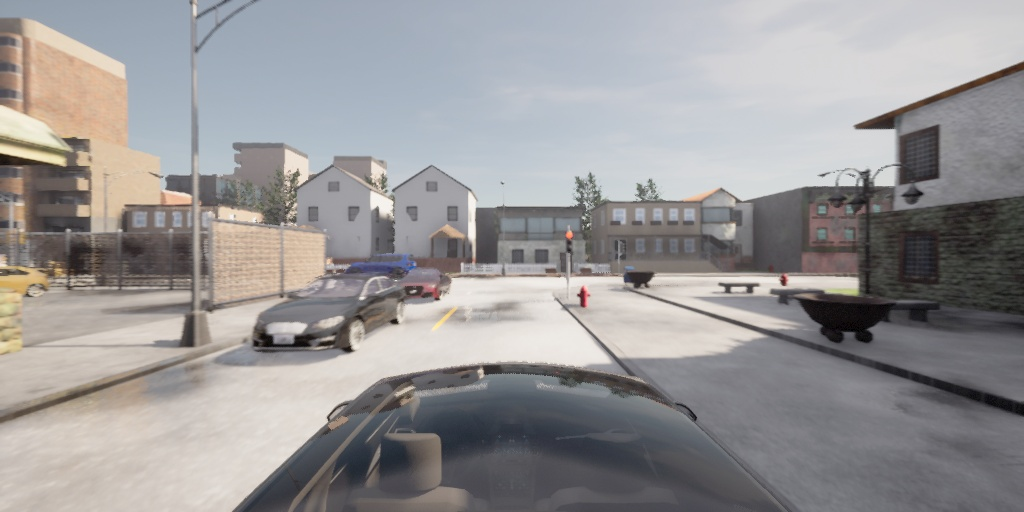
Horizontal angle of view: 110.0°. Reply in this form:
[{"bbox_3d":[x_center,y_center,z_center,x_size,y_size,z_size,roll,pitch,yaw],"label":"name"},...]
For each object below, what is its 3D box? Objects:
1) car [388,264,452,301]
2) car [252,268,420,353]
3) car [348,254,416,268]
[{"bbox_3d":[-4.017,1.253,16.619,1.994,1.385,4.181,0,0,0],"label":"car"},{"bbox_3d":[-4.080,1.218,8.880,2.128,1.511,4.902,0,0,0],"label":"car"},{"bbox_3d":[-10.773,0.863,29.779,5.566,2.045,2.150,0,0,-2],"label":"car"}]
